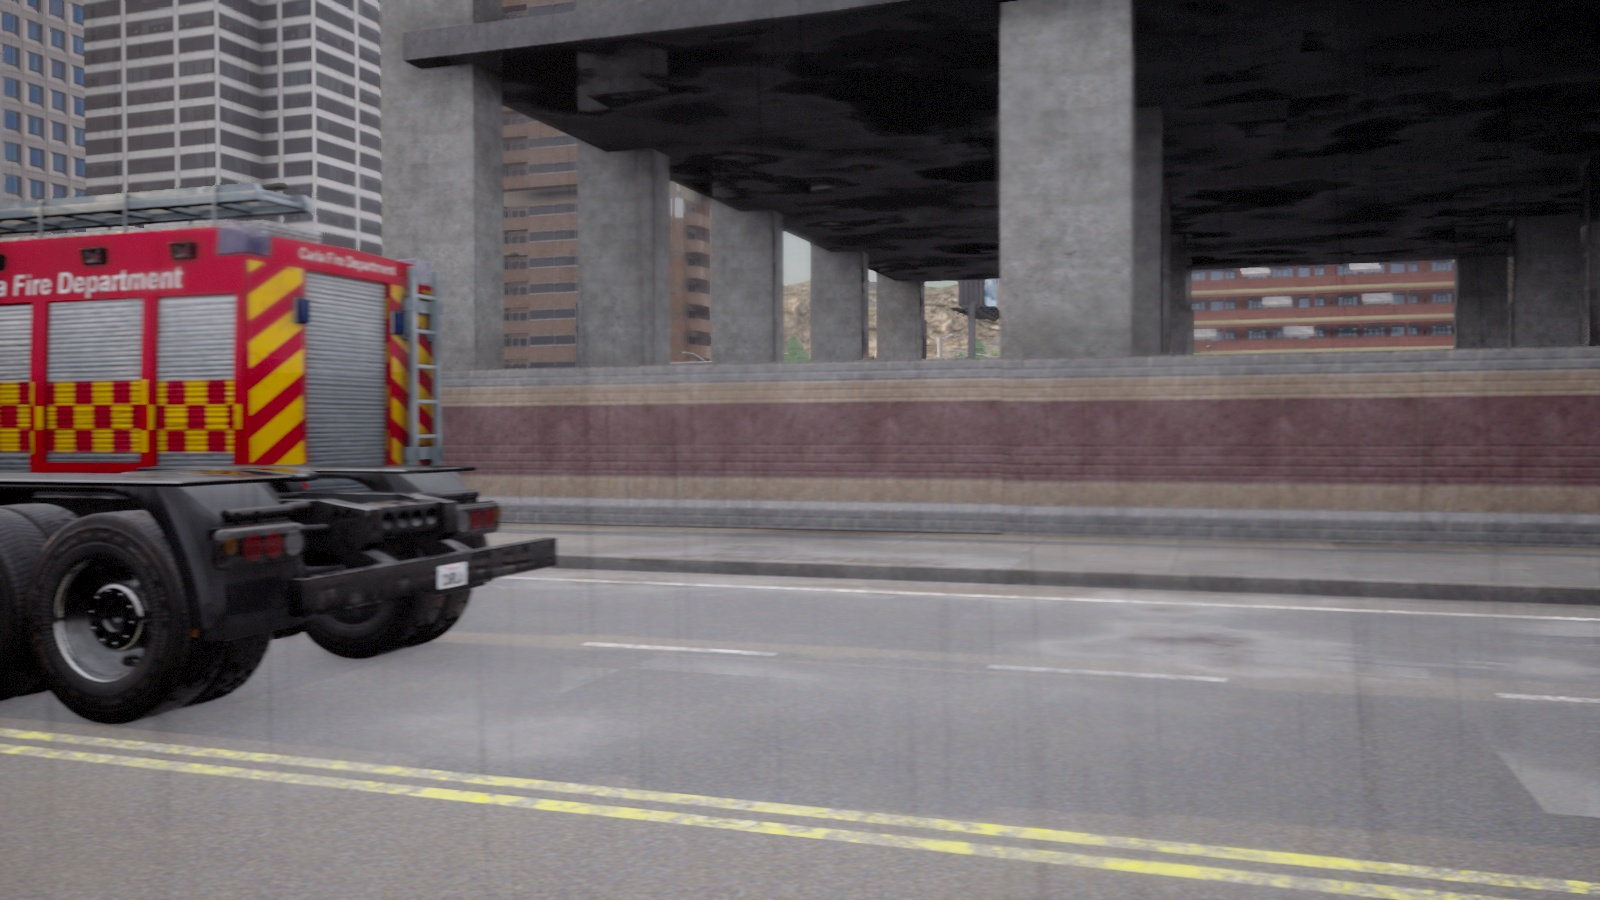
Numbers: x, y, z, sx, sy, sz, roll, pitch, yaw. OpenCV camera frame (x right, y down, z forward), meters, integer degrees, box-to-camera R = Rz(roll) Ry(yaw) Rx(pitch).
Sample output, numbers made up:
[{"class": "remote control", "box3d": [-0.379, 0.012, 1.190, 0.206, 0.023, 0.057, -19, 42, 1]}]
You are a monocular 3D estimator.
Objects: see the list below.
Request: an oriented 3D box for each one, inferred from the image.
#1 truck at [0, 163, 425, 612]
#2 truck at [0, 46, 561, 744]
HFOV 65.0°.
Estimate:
[{"class": "truck", "box3d": [-8.490, -0.585, 13.412, 8.468, 3.827, 2.891, 1, 1, 19]}, {"class": "truck", "box3d": [-5.927, -0.320, 8.864, 7.936, 3.462, 2.891, 1, 1, 19]}]
